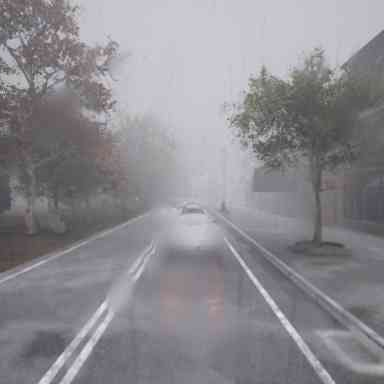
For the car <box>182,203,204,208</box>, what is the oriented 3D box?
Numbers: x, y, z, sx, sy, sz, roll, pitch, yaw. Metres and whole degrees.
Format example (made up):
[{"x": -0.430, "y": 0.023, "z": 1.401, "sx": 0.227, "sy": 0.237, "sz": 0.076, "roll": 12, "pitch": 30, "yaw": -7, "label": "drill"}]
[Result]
[{"x": 0.081, "y": 1.665, "z": 28.674, "sx": 1.812, "sy": 1.442, "sz": 4.674, "roll": 0, "pitch": 0, "yaw": 0, "label": "car"}]

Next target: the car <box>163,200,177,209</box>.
[{"x": -3.317, "y": 1.850, "z": 50.047, "sx": 1.895, "sy": 1.301, "sz": 4.718, "roll": 0, "pitch": 0, "yaw": 0, "label": "car"}]

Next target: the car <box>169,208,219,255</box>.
[{"x": 0.077, "y": 1.585, "z": 13.546, "sx": 1.812, "sy": 1.442, "sz": 4.674, "roll": 0, "pitch": 0, "yaw": 0, "label": "car"}]
